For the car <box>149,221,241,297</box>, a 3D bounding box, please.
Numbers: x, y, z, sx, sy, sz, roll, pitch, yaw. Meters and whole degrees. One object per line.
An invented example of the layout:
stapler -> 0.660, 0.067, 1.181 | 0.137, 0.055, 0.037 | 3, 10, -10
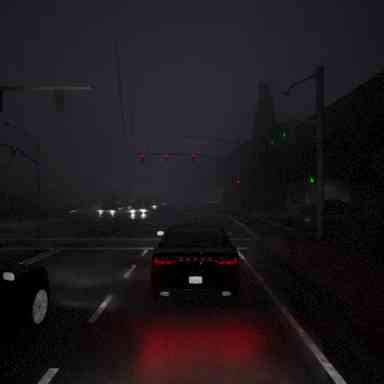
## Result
car -> 0.070, 1.477, 8.635 | 1.882, 1.535, 5.008 | 0, 0, 0

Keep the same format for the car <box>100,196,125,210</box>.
car -> -10.705, 1.502, 44.077 | 1.837, 1.490, 4.892 | 0, 0, 1

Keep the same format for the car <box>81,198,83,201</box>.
car -> -24.888, 1.392, 69.503 | 3.806, 1.475, 1.970 | 0, 0, 0

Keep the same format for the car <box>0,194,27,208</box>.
car -> -24.946, 1.151, 44.090 | 4.605, 1.855, 1.932 | 0, 0, 0

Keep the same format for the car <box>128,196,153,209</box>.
car -> -7.157, 1.598, 46.711 | 1.895, 1.301, 4.718 | 0, 0, 1

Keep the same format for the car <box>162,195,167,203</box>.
car -> -6.500, 1.349, 69.122 | 2.097, 1.767, 4.553 | 0, 0, 2

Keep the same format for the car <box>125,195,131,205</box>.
car -> -10.491, 1.350, 53.877 | 2.097, 1.767, 4.553 | 0, 0, 2

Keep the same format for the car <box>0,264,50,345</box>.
car -> -3.440, 1.477, 3.903 | 1.882, 1.535, 5.008 | 0, 0, 0

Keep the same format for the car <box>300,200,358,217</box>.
car -> 12.657, 1.476, 30.894 | 5.008, 1.535, 1.882 | -1, 0, 0

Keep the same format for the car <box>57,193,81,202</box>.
car -> -24.903, 1.153, 66.608 | 3.866, 1.878, 1.905 | 0, 0, 0

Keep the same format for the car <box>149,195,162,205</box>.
car -> -6.910, 1.349, 56.520 | 2.097, 1.767, 4.553 | 0, 0, 2

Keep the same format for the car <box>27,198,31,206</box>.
car -> -24.888, 1.154, 46.985 | 3.866, 1.878, 1.905 | 0, 0, 0

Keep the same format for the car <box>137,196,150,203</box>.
car -> -10.013, 1.521, 68.702 | 1.812, 1.442, 4.674 | 0, 0, 2
